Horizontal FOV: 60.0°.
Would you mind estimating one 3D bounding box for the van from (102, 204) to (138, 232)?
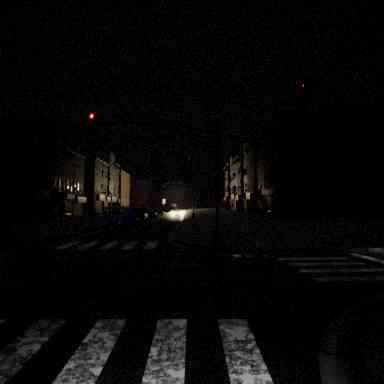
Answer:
[{"bbox_3d":[-5.398,1.905,24.446,1.690,1.788,3.998,2,-2,0],"label":"van"}]

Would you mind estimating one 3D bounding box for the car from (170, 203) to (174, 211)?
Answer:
[{"bbox_3d":[-5.527,3.418,69.760,1.967,1.590,4.097,1,-2,0],"label":"car"}]

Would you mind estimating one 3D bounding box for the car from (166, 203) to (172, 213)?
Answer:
[{"bbox_3d":[-5.515,3.344,64.469,1.887,1.381,4.507,1,-2,0],"label":"car"}]

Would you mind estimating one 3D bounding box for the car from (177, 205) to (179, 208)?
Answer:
[{"bbox_3d":[-5.584,4.041,90.911,2.192,1.841,5.009,1,-2,0],"label":"car"}]

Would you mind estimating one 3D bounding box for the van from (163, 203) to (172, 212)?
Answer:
[{"bbox_3d":[-5.540,3.501,75.050,1.690,1.788,3.998,1,-2,0],"label":"van"}]

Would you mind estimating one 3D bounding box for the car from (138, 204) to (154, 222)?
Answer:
[{"bbox_3d":[-5.419,2.120,32.749,2.192,1.841,5.009,2,-2,0],"label":"car"}]

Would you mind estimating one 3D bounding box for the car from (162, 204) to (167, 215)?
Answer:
[{"bbox_3d":[-5.486,3.035,53.893,1.802,1.307,4.206,2,-2,0],"label":"car"}]

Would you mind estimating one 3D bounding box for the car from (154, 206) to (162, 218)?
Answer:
[{"bbox_3d":[-5.456,2.666,43.318,1.887,1.381,4.507,2,-2,0],"label":"car"}]

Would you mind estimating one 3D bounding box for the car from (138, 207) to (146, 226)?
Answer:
[{"bbox_3d":[-5.413,2.211,27.759,2.008,1.369,4.403,2,-2,0],"label":"car"}]

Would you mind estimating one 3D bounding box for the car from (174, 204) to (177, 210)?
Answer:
[{"bbox_3d":[-5.574,4.085,85.618,2.008,1.369,4.403,1,-2,0],"label":"car"}]
